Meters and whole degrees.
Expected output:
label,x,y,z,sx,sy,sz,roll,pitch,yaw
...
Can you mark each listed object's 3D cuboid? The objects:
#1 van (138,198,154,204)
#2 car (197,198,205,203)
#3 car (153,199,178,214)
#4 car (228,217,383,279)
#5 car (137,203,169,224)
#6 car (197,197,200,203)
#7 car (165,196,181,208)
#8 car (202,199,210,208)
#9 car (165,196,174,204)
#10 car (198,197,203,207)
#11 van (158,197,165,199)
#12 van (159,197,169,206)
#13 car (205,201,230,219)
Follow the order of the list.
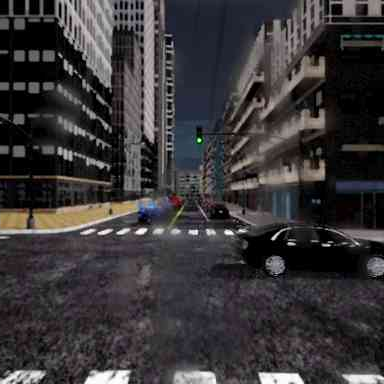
label,x,y,z,sx,sy,sz,roll,pitch,yaw
van,-5.796,1.708,42.217,1.690,1.788,3.998,0,-1,0
car,2.464,2.397,93.122,1.947,1.339,4.313,0,-1,0
car,-3.189,1.907,41.203,2.033,1.411,5.357,0,0,0
car,3.715,1.710,10.235,4.892,1.490,1.837,1,0,-1
car,-3.171,1.834,26.874,1.895,1.301,4.718,0,-1,0
car,2.517,2.170,70.505,1.887,1.381,4.507,0,-1,0
car,-3.168,1.752,59.950,2.150,2.045,5.566,0,-1,0
car,2.584,1.917,42.236,1.887,1.381,4.507,0,-1,0
car,-5.904,2.089,87.451,2.192,1.841,5.009,0,-1,0
car,2.544,2.075,59.198,2.008,1.369,4.403,0,-1,0
van,-5.850,1.910,64.833,1.690,1.788,3.998,0,-1,0
van,-5.863,1.961,70.488,1.690,1.788,3.998,0,-1,0
car,2.609,1.850,32.269,1.947,1.339,4.313,0,-1,0
